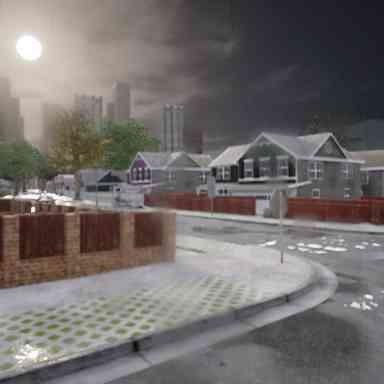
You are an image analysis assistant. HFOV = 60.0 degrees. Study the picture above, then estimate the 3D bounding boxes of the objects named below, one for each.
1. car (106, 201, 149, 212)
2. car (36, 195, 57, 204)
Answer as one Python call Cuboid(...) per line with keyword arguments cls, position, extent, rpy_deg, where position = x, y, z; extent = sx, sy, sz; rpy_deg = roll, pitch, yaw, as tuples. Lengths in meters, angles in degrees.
Cuboid(cls="car", position=(-4.755, 1.379, 24.342), extent=(1.994, 1.385, 4.181), rpy_deg=(-2, 2, -39))
Cuboid(cls="car", position=(-19.432, 1.129, 44.212), extent=(2.033, 1.411, 5.357), rpy_deg=(-2, 1, -34))
